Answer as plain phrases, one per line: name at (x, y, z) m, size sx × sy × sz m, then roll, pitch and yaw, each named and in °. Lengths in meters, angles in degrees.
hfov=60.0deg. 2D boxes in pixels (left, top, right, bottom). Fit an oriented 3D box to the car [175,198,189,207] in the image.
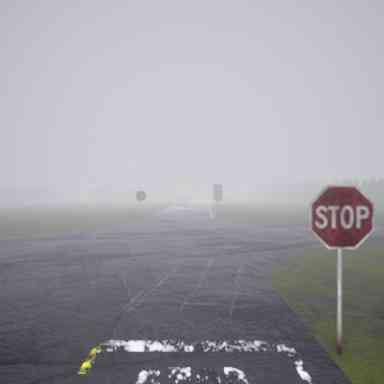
car at (-1.514, 1.591, 50.570) m, size 1.895 × 1.301 × 4.718 m, roll 0°, pitch 0°, yaw 3°
